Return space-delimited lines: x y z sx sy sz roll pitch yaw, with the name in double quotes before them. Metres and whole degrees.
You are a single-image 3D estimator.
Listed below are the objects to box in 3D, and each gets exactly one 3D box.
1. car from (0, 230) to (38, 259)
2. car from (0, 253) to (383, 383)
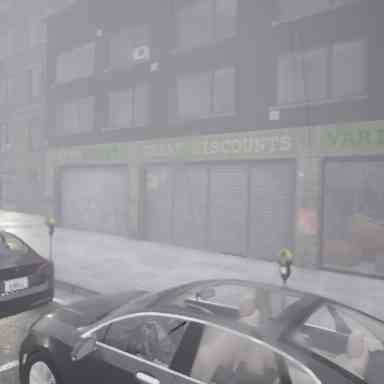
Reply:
"car" -4.310 1.361 6.207 4.313 1.339 1.947 2 1 36
"car" 0.168 1.506 2.977 4.403 1.369 2.008 2 1 36
